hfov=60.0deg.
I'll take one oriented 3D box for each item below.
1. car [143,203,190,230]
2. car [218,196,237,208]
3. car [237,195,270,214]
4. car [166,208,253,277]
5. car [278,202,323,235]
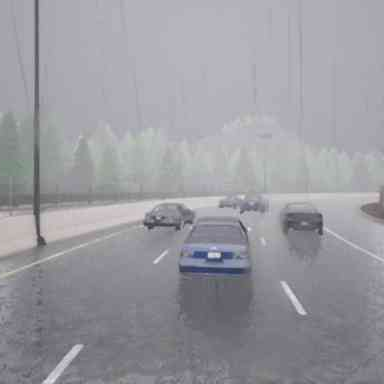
[{"bbox_3d":[-1.148,1.325,19.160,2.033,1.411,5.357,0,1,12],"label":"car"},{"bbox_3d":[4.466,1.144,36.698,2.033,1.411,5.357,0,1,23],"label":"car"},{"bbox_3d":[5.862,1.023,30.565,2.097,1.767,4.553,0,1,20],"label":"car"},{"bbox_3d":[0.806,1.436,9.939,2.033,1.411,5.357,0,1,7],"label":"car"},{"bbox_3d":[5.758,1.292,17.902,1.882,1.535,5.008,0,1,12],"label":"car"}]
